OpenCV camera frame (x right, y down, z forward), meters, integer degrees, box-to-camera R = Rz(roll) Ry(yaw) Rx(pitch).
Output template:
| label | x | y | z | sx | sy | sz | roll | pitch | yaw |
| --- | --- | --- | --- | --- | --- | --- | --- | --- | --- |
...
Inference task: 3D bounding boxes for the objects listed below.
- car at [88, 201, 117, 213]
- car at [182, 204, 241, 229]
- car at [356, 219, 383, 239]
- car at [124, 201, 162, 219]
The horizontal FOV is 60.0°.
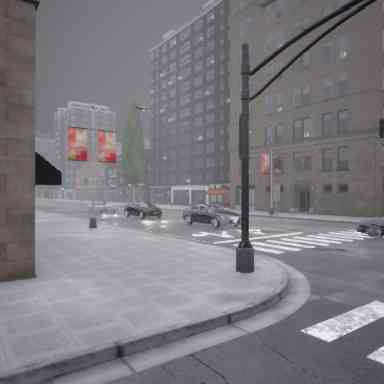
| label | x | y | z | sx | sy | sz | roll | pitch | yaw |
| --- | --- | --- | --- | --- | --- | --- | --- | --- | --- |
| car | -10.480 | 1.741 | 38.868 | 1.895 | 1.301 | 4.718 | 0 | 0 | -36 |
| car | 1.246 | 1.554 | 22.524 | 2.128 | 1.511 | 4.902 | 0 | 0 | -36 |
| car | 10.609 | 1.566 | 15.401 | 2.033 | 1.411 | 5.357 | 0 | 0 | -36 |
| car | -4.578 | 1.579 | 30.634 | 1.882 | 1.535 | 5.008 | 0 | 0 | -35 |
